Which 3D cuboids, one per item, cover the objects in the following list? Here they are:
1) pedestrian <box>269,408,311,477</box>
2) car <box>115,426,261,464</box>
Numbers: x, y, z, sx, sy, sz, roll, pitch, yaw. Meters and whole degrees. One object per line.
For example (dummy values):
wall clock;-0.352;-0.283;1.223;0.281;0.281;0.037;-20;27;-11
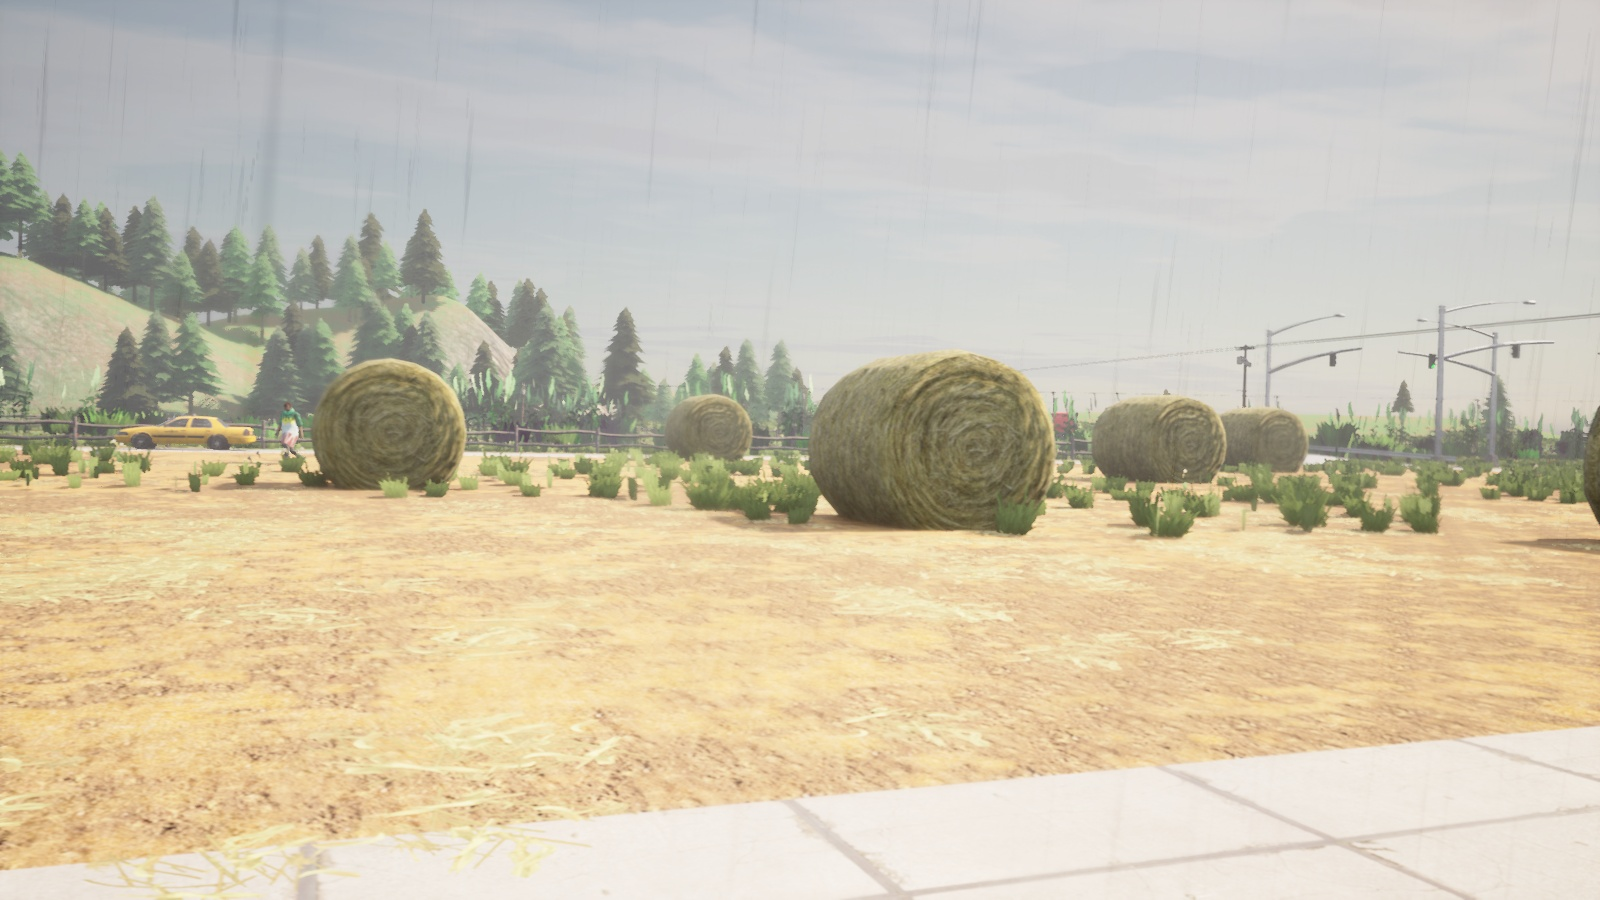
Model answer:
pedestrian;-14.672;-0.212;36.137;0.659;1.952;0.873;0;1;24
car;-25.917;-0.242;53.361;5.366;1.575;1.801;0;1;-17
